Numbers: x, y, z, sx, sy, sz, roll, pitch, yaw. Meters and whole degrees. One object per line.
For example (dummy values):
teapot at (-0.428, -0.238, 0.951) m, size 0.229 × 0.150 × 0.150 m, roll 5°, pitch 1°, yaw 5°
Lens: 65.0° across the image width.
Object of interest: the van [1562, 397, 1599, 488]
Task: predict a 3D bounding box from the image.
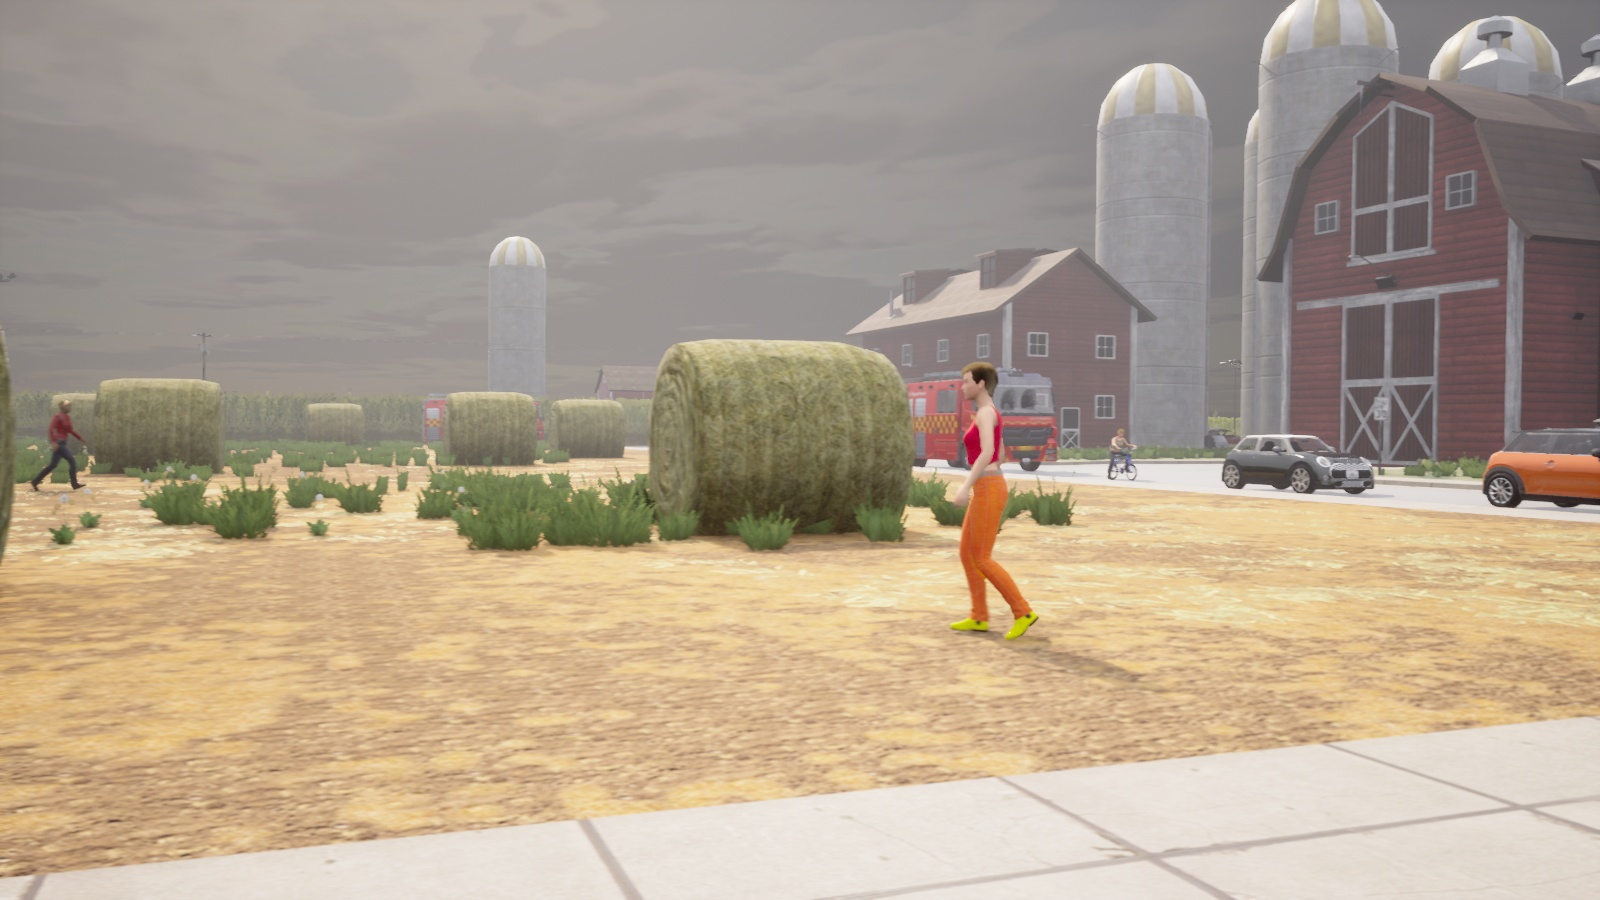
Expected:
van at (18.872, -0.175, 26.624) m, size 1.775 × 1.987 × 4.442 m, roll -2°, pitch 1°, yaw -22°

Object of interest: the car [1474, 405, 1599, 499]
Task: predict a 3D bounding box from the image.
car at (15.931, 0.015, 24.564) m, size 2.097 × 1.767 × 4.553 m, roll -1°, pitch 1°, yaw -22°

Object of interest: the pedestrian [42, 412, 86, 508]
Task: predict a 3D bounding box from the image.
pedestrian at (-14.365, 0.186, 24.532) m, size 0.636 × 1.846 × 0.331 m, roll -1°, pitch 1°, yaw -12°

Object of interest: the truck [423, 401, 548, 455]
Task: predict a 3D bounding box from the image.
truck at (-22.794, -1.621, 91.098) m, size 8.468 × 3.827 × 2.891 m, roll -1°, pitch 1°, yaw -21°

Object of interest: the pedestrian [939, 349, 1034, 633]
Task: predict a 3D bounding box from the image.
pedestrian at (1.246, 0.266, 8.361) m, size 0.594 × 1.836 × 0.345 m, roll -1°, pitch 1°, yaw 12°

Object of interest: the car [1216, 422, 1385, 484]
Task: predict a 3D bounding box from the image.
car at (12.804, 0.033, 32.370) m, size 1.970 × 1.475 × 3.806 m, roll -1°, pitch 1°, yaw -22°

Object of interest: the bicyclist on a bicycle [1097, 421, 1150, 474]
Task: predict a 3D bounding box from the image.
bicyclist on a bicycle at (10.071, -0.077, 39.170) m, size 0.866 × 1.612 × 1.509 m, roll -1°, pitch 1°, yaw -22°

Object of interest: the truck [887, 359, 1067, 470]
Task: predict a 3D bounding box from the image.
truck at (6.519, -1.302, 47.988) m, size 2.891 × 3.827 × 8.468 m, roll -2°, pitch 1°, yaw -22°
